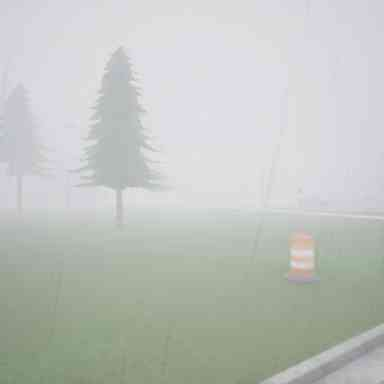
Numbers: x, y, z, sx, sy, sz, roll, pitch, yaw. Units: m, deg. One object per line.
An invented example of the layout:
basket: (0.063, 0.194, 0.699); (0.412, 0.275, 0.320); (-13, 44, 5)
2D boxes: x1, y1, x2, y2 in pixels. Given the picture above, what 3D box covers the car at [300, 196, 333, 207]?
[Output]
car: (18.410, 1.403, 49.365); (1.837, 1.490, 4.892); (0, 0, -35)
